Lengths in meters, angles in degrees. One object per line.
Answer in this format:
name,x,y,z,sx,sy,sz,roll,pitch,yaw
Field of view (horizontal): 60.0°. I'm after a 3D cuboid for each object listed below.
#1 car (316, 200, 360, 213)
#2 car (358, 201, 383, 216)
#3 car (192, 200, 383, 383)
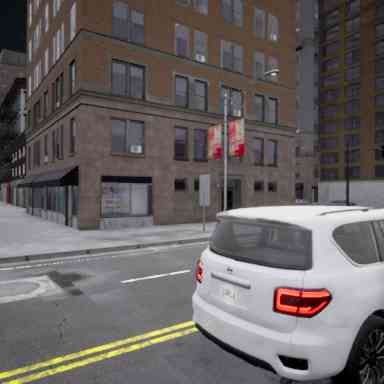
car,16.945,1.593,38.714,1.947,1.339,4.313,0,0,-35
car,18.602,1.612,31.786,4.718,1.301,1.895,0,0,35
car,2.618,1.221,5.294,5.566,2.045,2.150,0,0,-35
